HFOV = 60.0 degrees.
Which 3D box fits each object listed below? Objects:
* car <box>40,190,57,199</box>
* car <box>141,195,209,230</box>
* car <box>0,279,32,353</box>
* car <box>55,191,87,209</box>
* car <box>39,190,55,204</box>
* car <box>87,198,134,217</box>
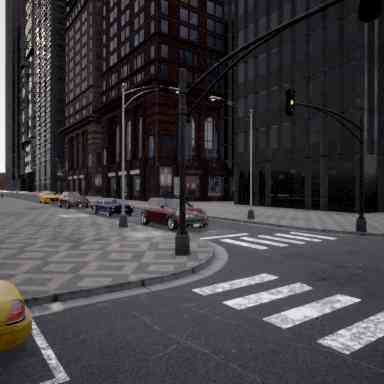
[{"bbox_3d":[-24.731,0.467,57.116,1.812,1.442,4.674,0,1,-35],"label":"car"},{"bbox_3d":[-1.066,1.072,18.833,2.097,1.767,4.553,0,1,-36],"label":"car"},{"bbox_3d":[-4.403,1.525,3.508,4.829,1.417,1.752,0,0,-35],"label":"car"},{"bbox_3d":[-12.203,0.724,34.288,2.097,1.767,4.553,0,1,-36],"label":"car"},{"bbox_3d":[-18.276,0.669,42.773,1.882,1.535,5.008,0,1,-35],"label":"car"},{"bbox_3d":[-6.333,1.153,26.138,1.895,1.301,4.718,0,1,-36],"label":"car"}]
